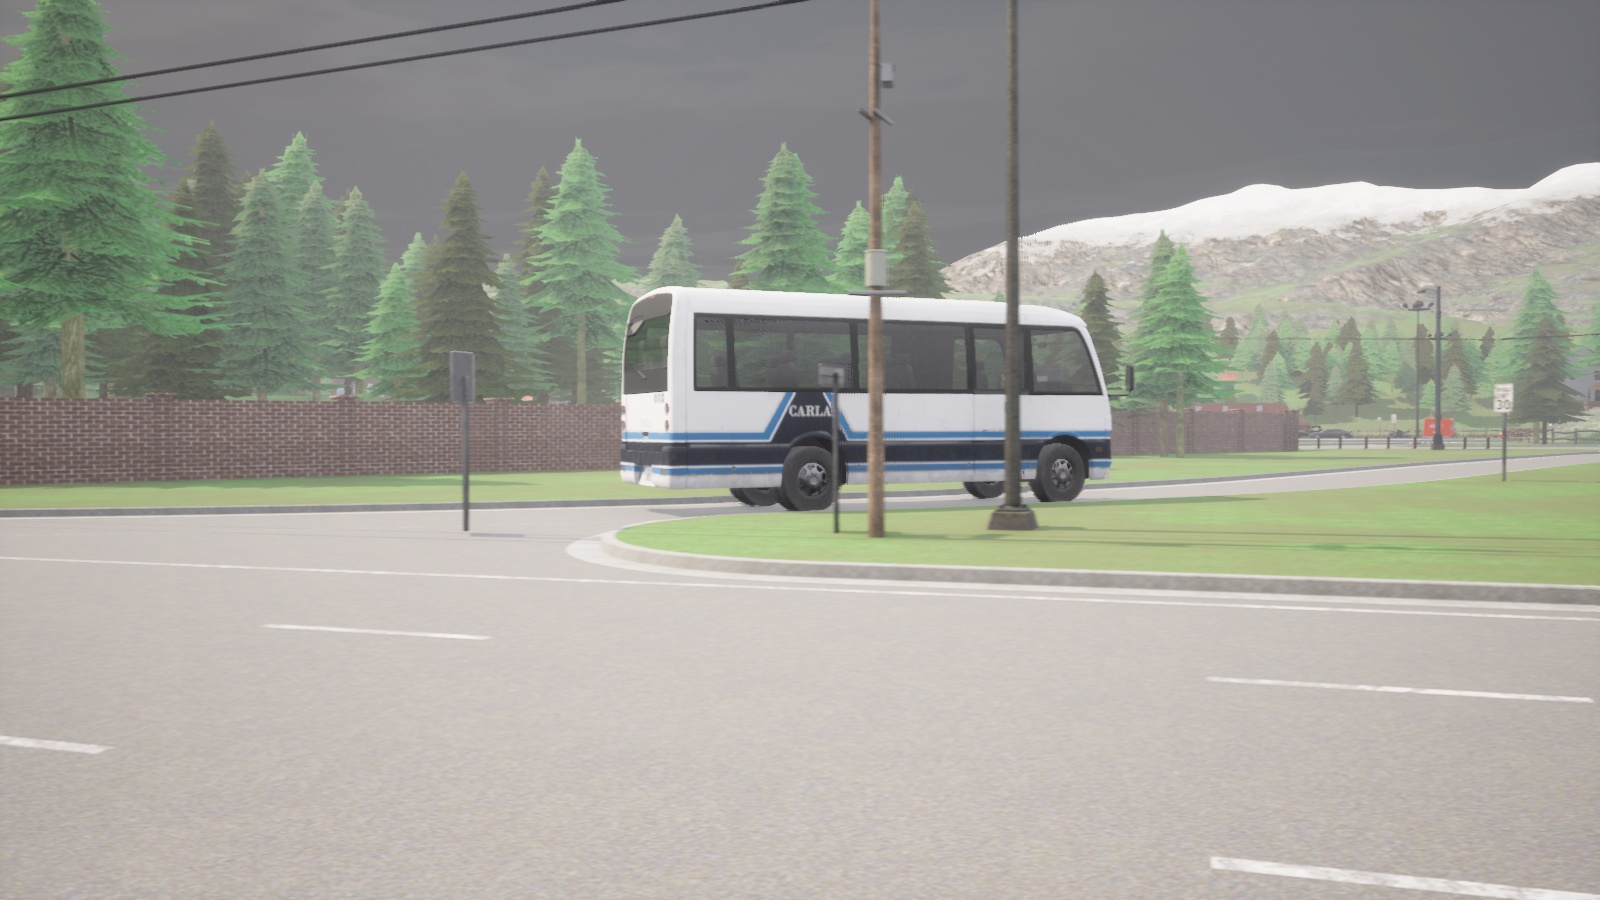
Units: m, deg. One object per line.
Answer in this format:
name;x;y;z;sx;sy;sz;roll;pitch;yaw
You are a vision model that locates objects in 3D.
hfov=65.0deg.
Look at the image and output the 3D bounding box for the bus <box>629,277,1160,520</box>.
bus;2.010;-0.958;25.923;10.273;4.253;3.944;0;1;-25
